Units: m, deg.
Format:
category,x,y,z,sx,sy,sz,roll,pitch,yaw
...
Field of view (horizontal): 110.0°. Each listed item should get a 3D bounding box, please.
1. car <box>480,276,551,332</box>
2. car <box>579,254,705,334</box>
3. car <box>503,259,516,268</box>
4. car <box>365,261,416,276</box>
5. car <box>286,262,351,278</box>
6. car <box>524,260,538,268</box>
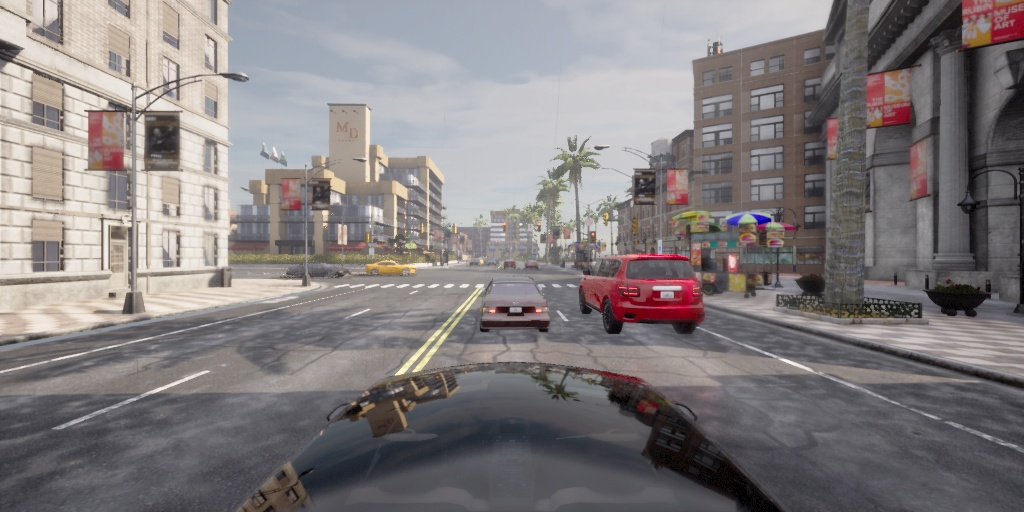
category,x,y,z,sx,sy,sz,roll,pitch,yaw
car,0.015,1.297,10.834,2.033,1.411,5.357,0,0,-2
car,3.501,0.971,10.779,2.150,2.045,5.566,0,0,0
car,-0.384,1.227,59.650,1.882,1.535,5.008,0,0,0
car,-12.470,1.227,37.074,5.008,1.535,1.882,0,0,-7
car,-17.695,1.298,32.867,5.357,1.411,2.033,0,0,3
car,3.122,1.314,58.922,1.994,1.385,4.181,0,0,0
